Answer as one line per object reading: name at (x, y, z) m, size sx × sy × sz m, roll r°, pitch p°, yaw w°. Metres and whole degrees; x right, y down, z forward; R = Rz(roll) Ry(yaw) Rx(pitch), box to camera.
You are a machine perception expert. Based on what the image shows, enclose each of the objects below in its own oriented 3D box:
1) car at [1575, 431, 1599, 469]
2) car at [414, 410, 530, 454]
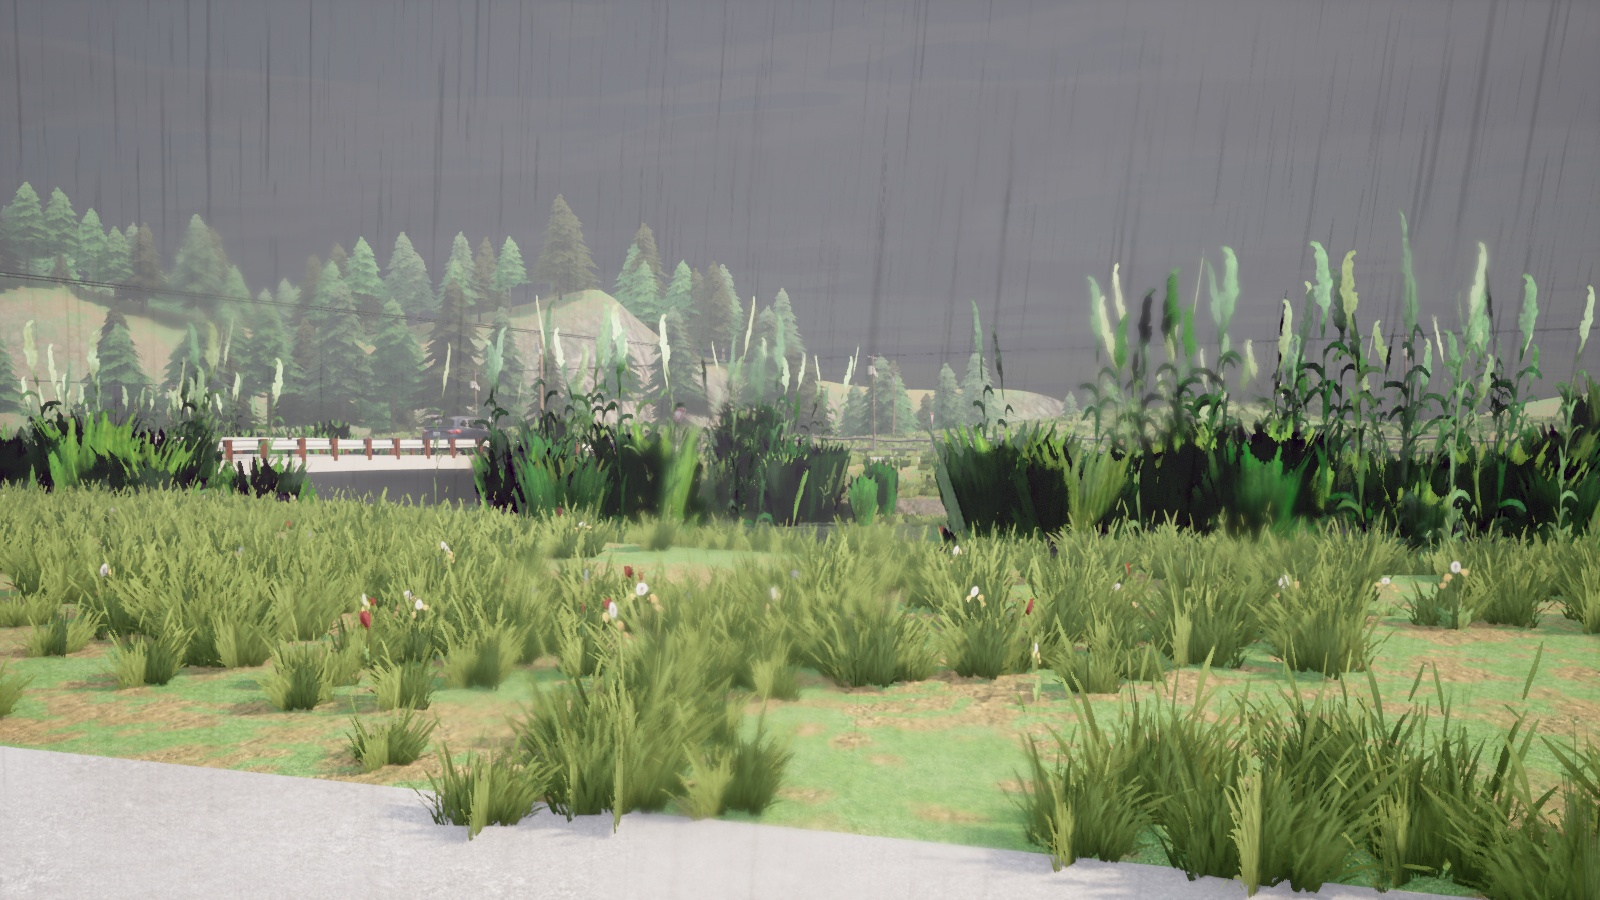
car at (37.120, 0.011, 55.279) m, size 4.856 × 1.649 × 2.033 m, roll 1°, pitch 1°, yaw 24°
car at (-13.818, -0.744, 53.211) m, size 2.242 × 1.667 × 4.611 m, roll 1°, pitch -1°, yaw 26°
